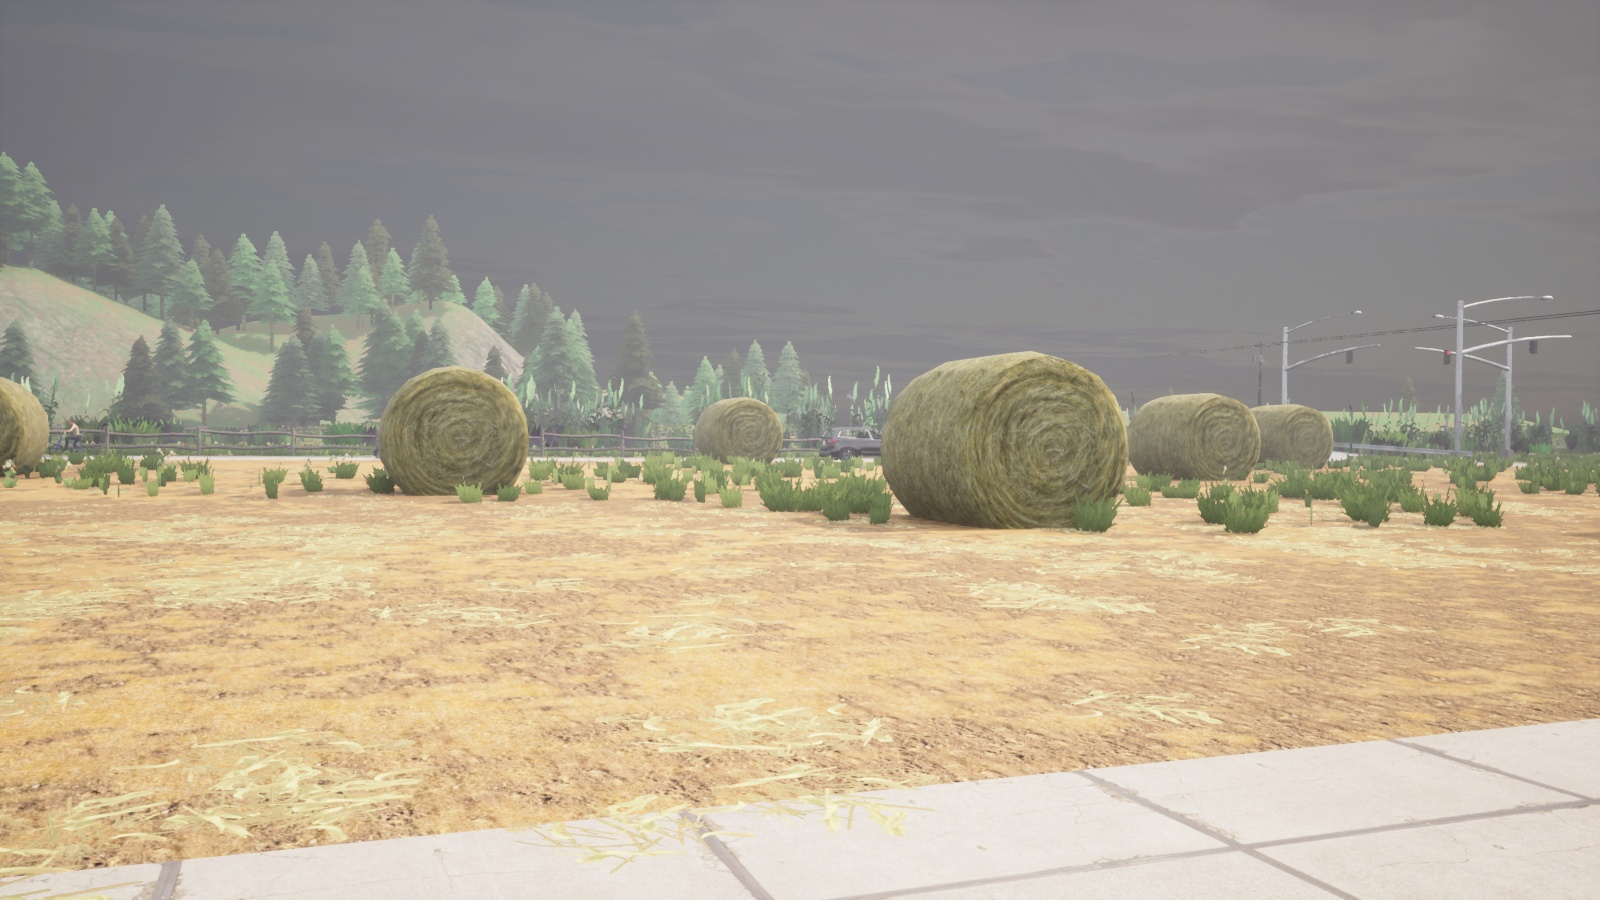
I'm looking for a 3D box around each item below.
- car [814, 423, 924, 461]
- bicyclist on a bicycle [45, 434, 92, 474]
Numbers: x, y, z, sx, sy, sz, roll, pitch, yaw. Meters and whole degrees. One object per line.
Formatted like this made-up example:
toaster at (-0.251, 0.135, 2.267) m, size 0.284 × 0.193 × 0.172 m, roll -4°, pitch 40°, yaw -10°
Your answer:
car at (3.201, -0.400, 58.616) m, size 4.611 × 1.667 × 2.242 m, roll -1°, pitch 1°, yaw -17°
bicyclist on a bicycle at (-30.340, 0.155, 52.111) m, size 1.509 × 1.612 × 0.866 m, roll -1°, pitch 1°, yaw -16°
